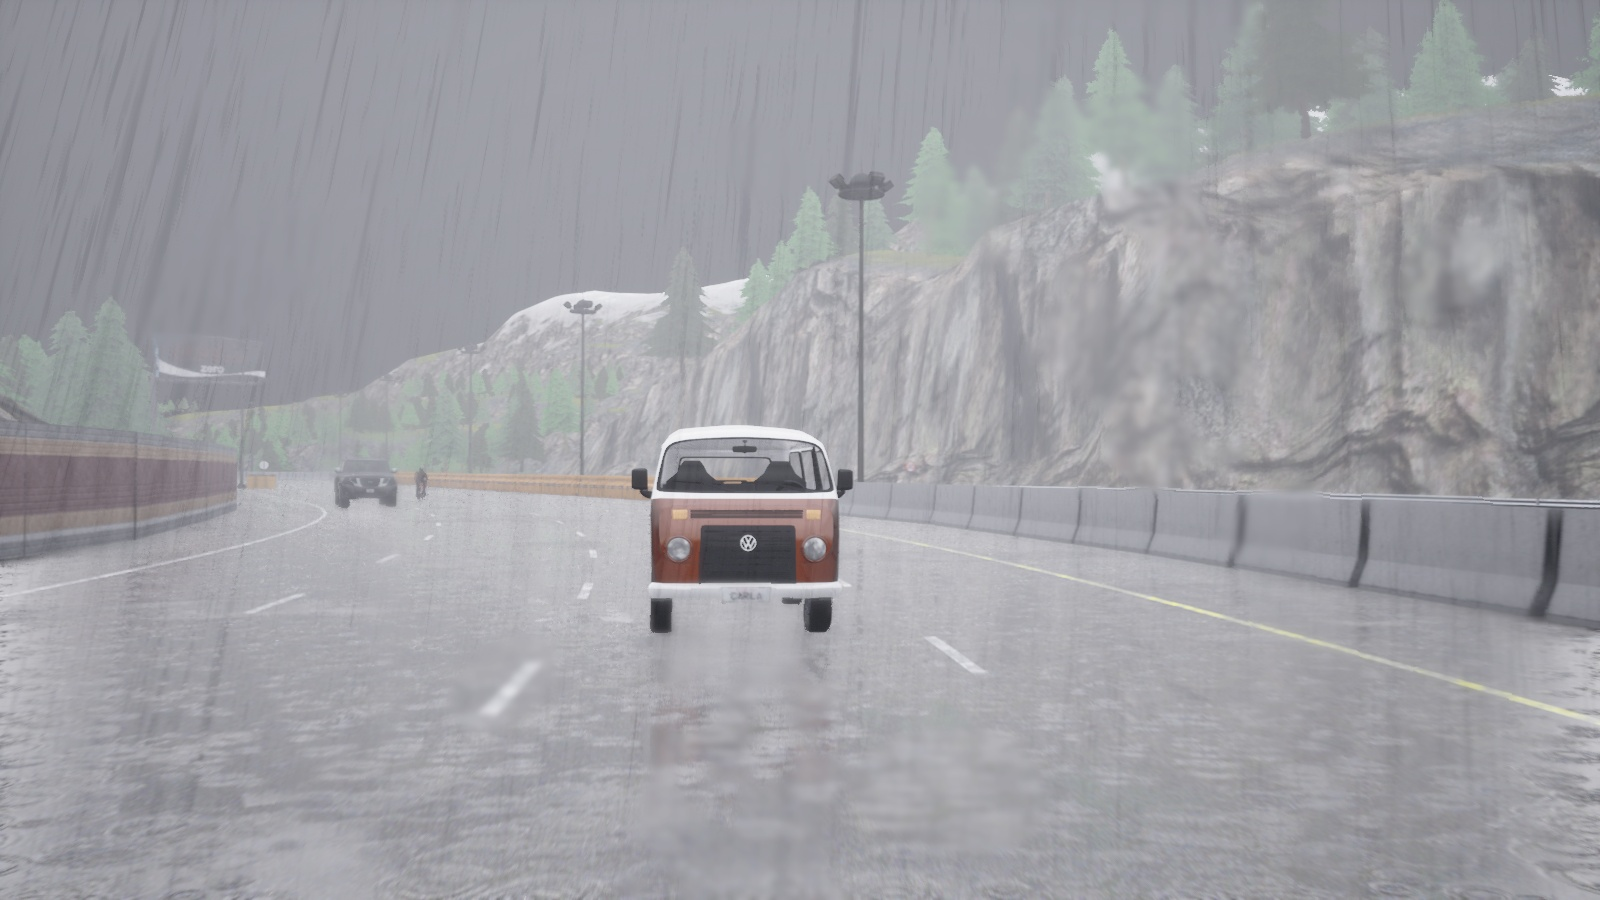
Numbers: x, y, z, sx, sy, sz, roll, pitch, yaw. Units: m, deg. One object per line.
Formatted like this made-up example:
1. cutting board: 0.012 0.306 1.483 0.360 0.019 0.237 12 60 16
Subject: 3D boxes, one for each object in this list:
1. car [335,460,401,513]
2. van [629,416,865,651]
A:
1. car: -17.895 1.480 51.916 2.150 2.045 5.566 0 -1 -23
2. van: -0.692 0.763 13.236 2.069 2.038 4.480 0 -1 -6
